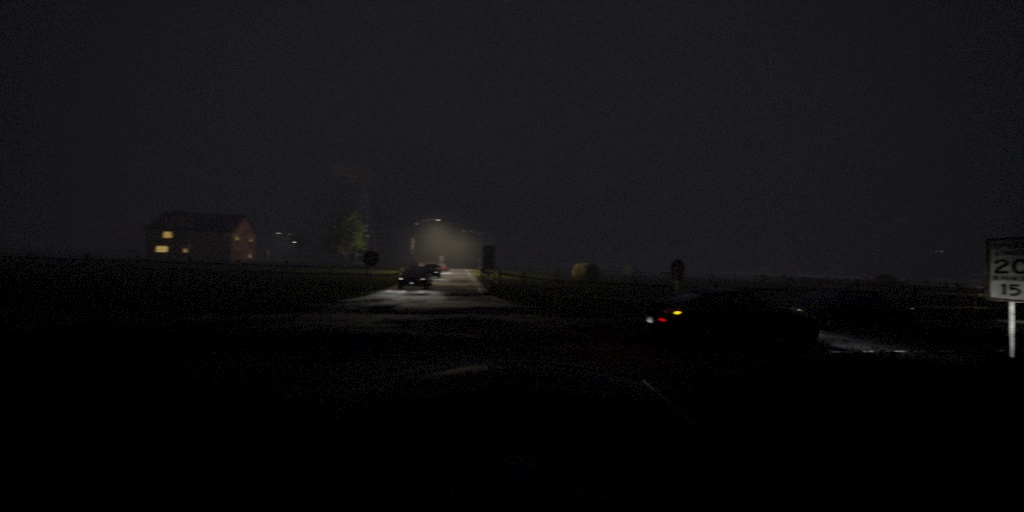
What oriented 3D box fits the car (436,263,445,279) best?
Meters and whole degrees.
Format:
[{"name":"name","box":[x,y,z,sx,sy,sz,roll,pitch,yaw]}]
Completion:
[{"name":"car","box":[-8.432,1.548,37.754,1.837,1.490,4.892,2,-1,-8]}]

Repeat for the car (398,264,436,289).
[{"name":"car","box":[-6.554,1.434,24.645,1.812,1.442,4.674,2,-1,-8]}]

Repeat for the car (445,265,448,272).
[{"name":"car","box":[-10.884,1.783,54.917,1.994,1.385,4.181,2,-1,-8]}]

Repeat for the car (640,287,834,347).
[{"name":"car","box":[5.947,1.611,9.953,4.674,1.442,1.812,2,-1,-9]}]

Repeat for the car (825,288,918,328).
[{"name":"car","box":[12.620,1.951,13.896,5.357,1.411,2.033,2,-1,-9]}]
